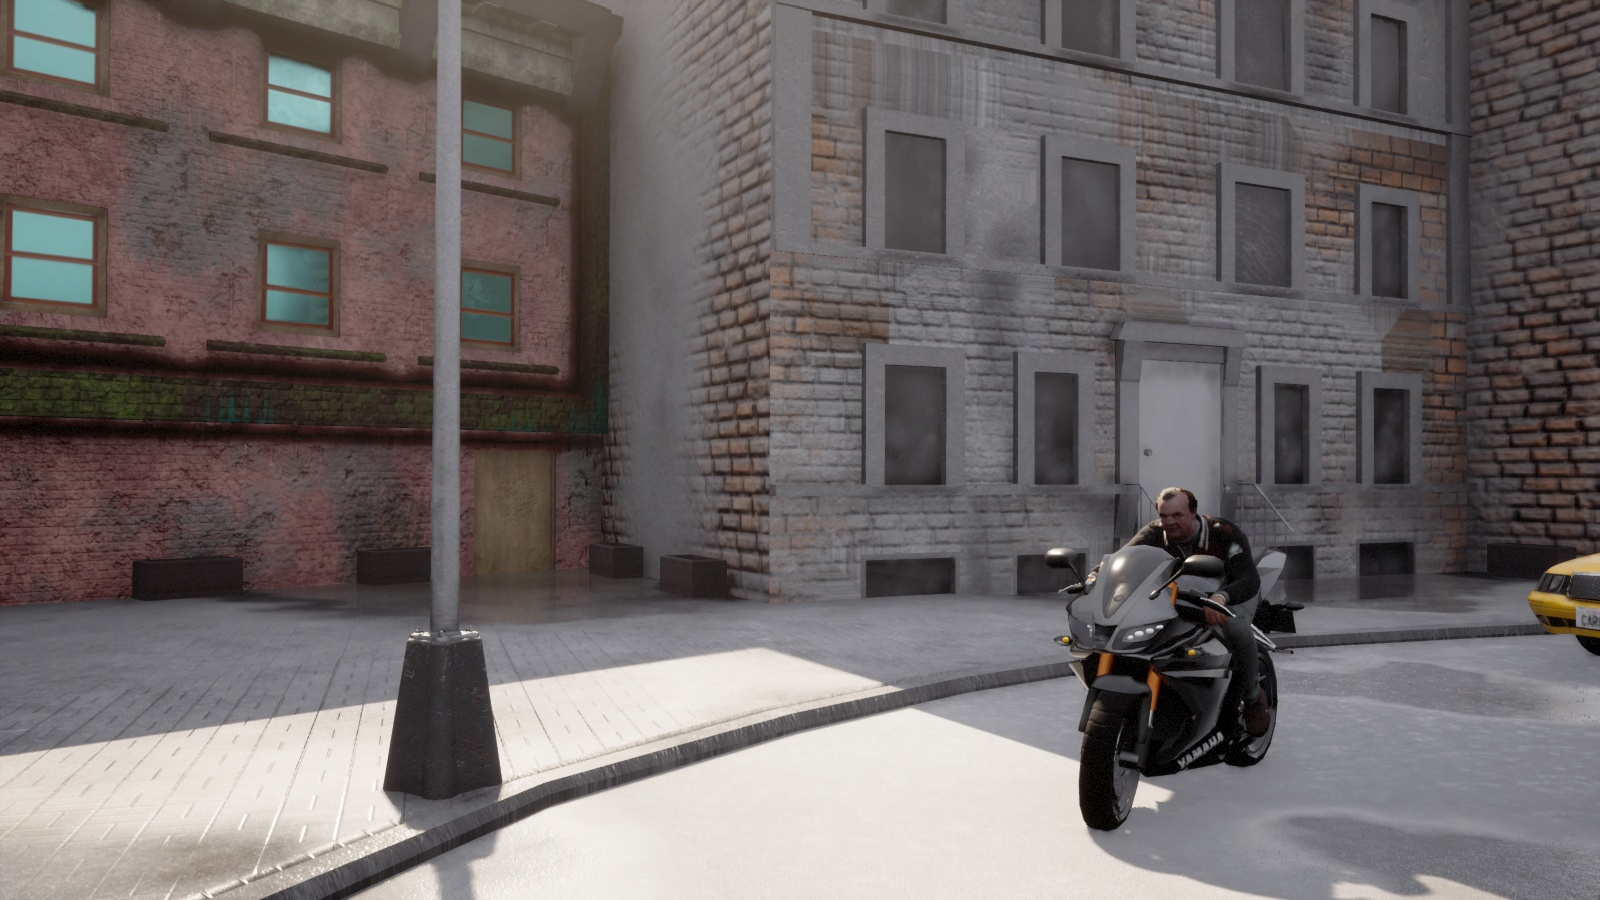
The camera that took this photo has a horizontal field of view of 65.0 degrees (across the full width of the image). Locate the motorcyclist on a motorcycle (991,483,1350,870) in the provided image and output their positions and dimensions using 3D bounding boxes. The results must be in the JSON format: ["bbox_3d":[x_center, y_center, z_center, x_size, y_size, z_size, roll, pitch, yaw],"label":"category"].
[{"bbox_3d":[1.903,0.943,6.183,0.866,1.530,2.191,-1,-1,40],"label":"motorcyclist on a motorcycle"}]

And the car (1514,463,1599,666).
[{"bbox_3d":[8.800,0.884,10.424,5.366,1.575,1.801,0,-1,-17],"label":"car"}]
